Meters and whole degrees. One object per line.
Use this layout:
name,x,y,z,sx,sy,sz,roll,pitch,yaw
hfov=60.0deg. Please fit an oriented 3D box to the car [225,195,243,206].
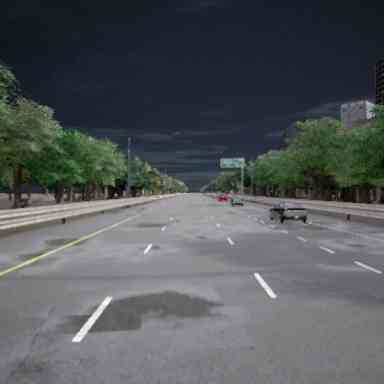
car,7.148,1.572,54.287,2.033,1.411,5.357,0,0,0

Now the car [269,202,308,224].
car,7.028,1.503,24.720,2.128,1.511,4.902,0,0,0

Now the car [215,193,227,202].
car,7.324,1.243,79.323,2.150,2.045,5.566,0,0,0
